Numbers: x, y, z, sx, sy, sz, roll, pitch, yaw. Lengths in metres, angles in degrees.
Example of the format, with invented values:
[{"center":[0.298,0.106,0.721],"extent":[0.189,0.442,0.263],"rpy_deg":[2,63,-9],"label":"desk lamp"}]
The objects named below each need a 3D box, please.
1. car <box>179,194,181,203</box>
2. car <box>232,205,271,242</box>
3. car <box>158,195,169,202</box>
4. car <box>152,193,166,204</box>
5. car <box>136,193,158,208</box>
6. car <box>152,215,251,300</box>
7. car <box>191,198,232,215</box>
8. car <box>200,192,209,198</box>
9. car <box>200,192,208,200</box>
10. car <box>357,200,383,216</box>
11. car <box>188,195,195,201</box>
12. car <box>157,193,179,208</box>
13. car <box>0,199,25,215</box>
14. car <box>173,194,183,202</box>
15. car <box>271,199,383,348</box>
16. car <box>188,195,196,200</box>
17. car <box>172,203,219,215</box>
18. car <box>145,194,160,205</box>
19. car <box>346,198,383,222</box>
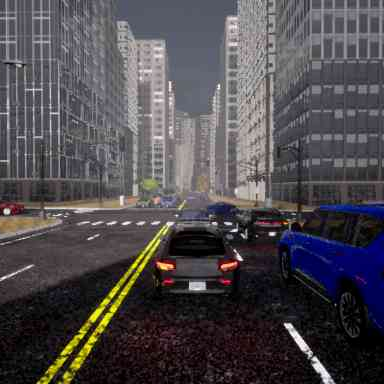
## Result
[{"center":[-3.374,1.503,57.355],"extent":[2.033,1.411,5.357],"rpy_deg":[0,0,0],"label":"car"},{"center":[3.339,1.496,16.273],"extent":[1.837,1.490,4.892],"rpy_deg":[0,0,0],"label":"car"},{"center":[-6.554,1.470,76.482],"extent":[2.033,1.411,5.357],"rpy_deg":[0,0,0],"label":"car"},{"center":[-6.577,1.166,66.002],"extent":[2.150,2.045,5.566],"rpy_deg":[0,0,1],"label":"car"},{"center":[-6.660,1.318,47.835],"extent":[2.097,1.767,4.553],"rpy_deg":[0,0,1],"label":"car"},{"center":[0.093,1.522,8.270],"extent":[1.812,1.442,4.674],"rpy_deg":[0,0,0],"label":"car"},{"center":[2.373,1.593,31.898],"extent":[4.181,1.385,1.994],"rpy_deg":[0,1,-28],"label":"car"},{"center":[3.196,1.443,79.589],"extent":[1.812,1.442,4.674],"rpy_deg":[0,0,0],"label":"car"},{"center":[3.188,0.967,89.619],"extent":[2.150,2.045,5.566],"rpy_deg":[0,0,0],"label":"car"},{"center":[19.935,1.621,34.113],"extent":[5.008,1.535,1.882],"rpy_deg":[0,1,1],"label":"car"},{"center":[-0.056,1.464,80.807],"extent":[2.033,1.411,5.357],"rpy_deg":[0,0,0],"label":"car"},{"center":[-3.378,1.318,47.883],"extent":[2.097,1.767,4.553],"rpy_deg":[0,0,0],"label":"car"},{"center":[-18.539,1.330,31.516],"extent":[5.008,1.535,1.882],"rpy_deg":[1,1,1],"label":"car"},{"center":[-3.304,1.284,77.379],"extent":[2.097,1.767,4.553],"rpy_deg":[0,0,0],"label":"car"},{"center":[3.349,1.218,6.413],"extent":[2.150,2.045,5.566],"rpy_deg":[0,0,0],"label":"car"},{"center":[-0.063,1.461,90.703],"extent":[1.994,1.385,4.181],"rpy_deg":[0,0,0],"label":"car"},{"center":[0.089,1.538,17.544],"extent":[2.033,1.411,5.357],"rpy_deg":[0,0,0],"label":"car"},{"center":[-6.624,1.309,56.473],"extent":[2.097,1.767,4.553],"rpy_deg":[0,0,0],"label":"car"},{"center":[16.181,1.519,28.391],"extent":[5.009,1.841,2.192],"rpy_deg":[1,0,1],"label":"car"}]
